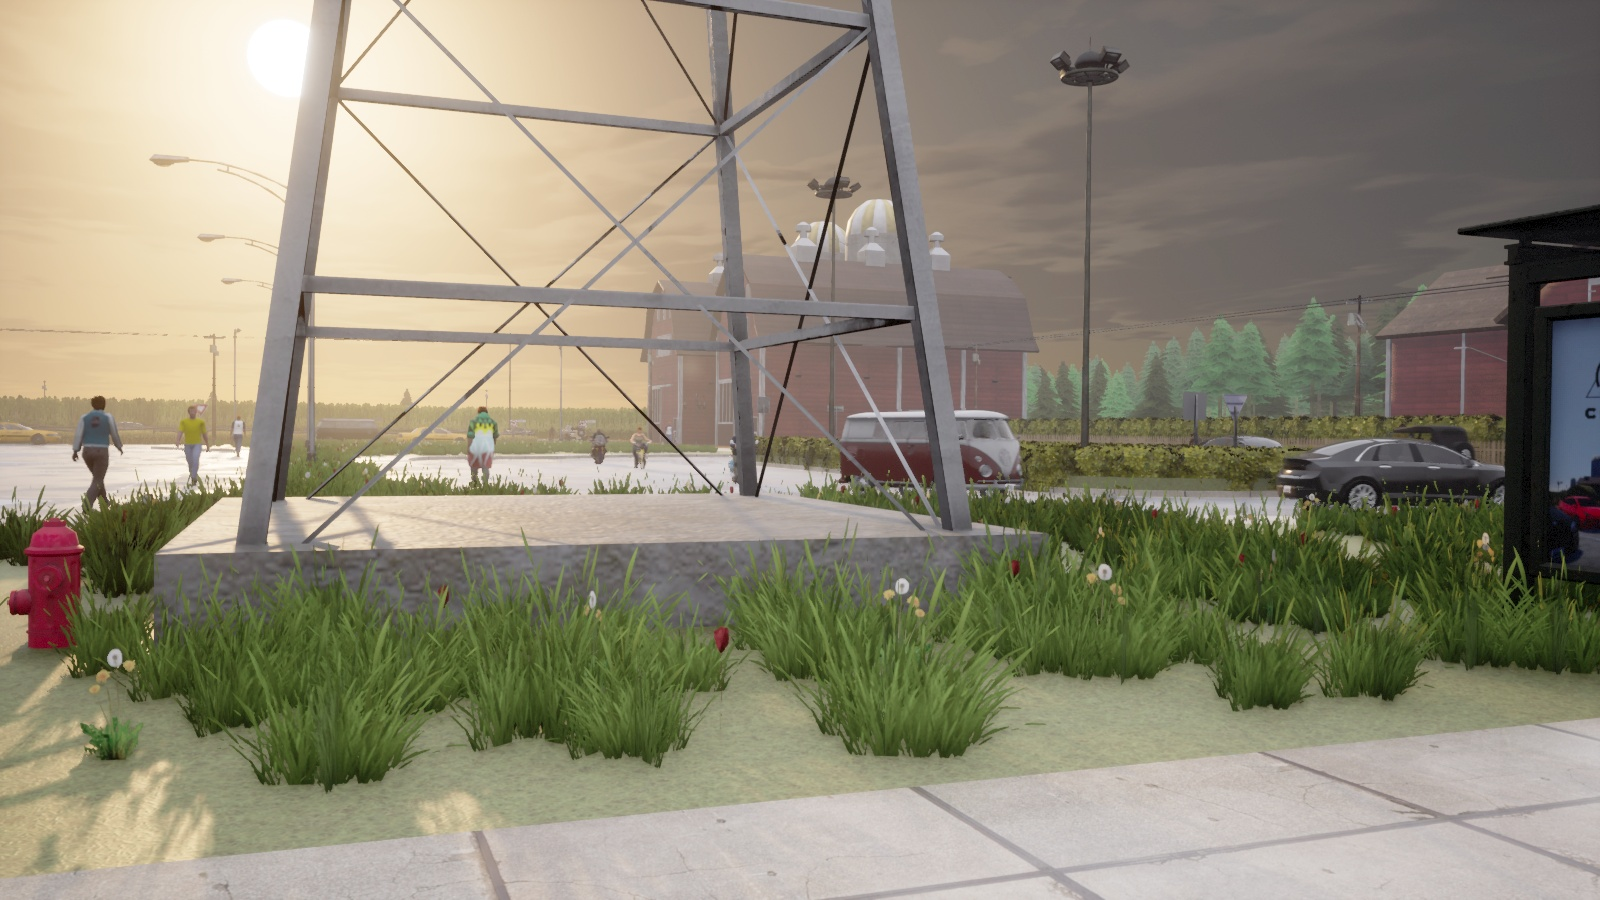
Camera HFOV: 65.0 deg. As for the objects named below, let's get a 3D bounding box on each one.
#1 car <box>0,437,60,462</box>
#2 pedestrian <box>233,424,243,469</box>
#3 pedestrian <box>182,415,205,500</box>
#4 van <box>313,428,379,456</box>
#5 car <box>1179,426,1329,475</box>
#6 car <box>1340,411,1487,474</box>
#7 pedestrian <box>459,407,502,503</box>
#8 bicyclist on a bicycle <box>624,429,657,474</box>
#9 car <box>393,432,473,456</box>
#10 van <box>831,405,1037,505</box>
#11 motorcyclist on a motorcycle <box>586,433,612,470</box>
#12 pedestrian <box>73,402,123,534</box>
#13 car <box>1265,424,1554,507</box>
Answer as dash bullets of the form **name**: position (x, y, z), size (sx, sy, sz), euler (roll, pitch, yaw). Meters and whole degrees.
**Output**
- **car**: position (-50.811, -0.028, 80.706), size (5.366, 1.575, 1.801), euler (-1, 1, -21)
- **pedestrian**: position (-23.527, -0.148, 52.559), size (0.354, 1.836, 0.706), euler (-1, 1, -23)
- **pedestrian**: position (-13.225, 0.151, 27.387), size (0.354, 1.836, 0.706), euler (-1, 1, -19)
- **van**: position (-33.001, -0.578, 91.281), size (4.442, 1.987, 1.775), euler (-1, 1, -21)
- **car**: position (14.704, -0.023, 40.984), size (1.837, 1.490, 4.892), euler (-1, 1, -21)
- **car**: position (19.102, -0.252, 39.299), size (1.905, 1.878, 3.866), euler (-1, 1, -21)
- **pedestrian**: position (-6.678, 0.095, 26.248), size (0.659, 1.952, 0.873), euler (-1, 1, -28)
- **bicyclist on a bicycle**: position (-5.879, 0.046, 46.245), size (0.866, 1.612, 1.509), euler (-1, 1, -21)
- **car**: position (-26.335, -0.445, 90.107), size (5.366, 1.575, 1.801), euler (-1, 1, -21)
- **van**: position (2.828, 0.078, 27.336), size (1.775, 1.987, 4.442), euler (-1, 1, -40)
- **motorcyclist on a motorcycle**: position (-8.517, 0.062, 53.051), size (0.866, 1.530, 2.191), euler (0, 1, -15)
- **pedestrian**: position (-10.546, 0.260, 18.882), size (0.396, 1.930, 0.692), euler (-1, 1, -8)
- **car**: position (11.950, 0.272, 24.755), size (4.892, 1.490, 1.837), euler (-1, 1, -6)
